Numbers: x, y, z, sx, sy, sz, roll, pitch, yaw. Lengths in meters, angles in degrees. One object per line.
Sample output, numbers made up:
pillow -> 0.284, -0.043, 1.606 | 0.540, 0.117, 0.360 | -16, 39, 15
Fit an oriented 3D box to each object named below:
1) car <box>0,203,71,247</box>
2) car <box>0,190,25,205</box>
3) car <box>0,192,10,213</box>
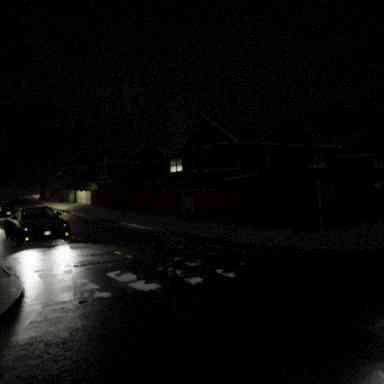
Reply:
car -> -6.714, 1.362, 14.275 | 1.994, 1.385, 4.181 | -4, 3, -37
car -> -12.780, 0.923, 22.603 | 2.150, 2.045, 5.566 | -3, 3, -35
car -> -18.340, 0.941, 31.031 | 2.097, 1.767, 4.553 | -3, 2, -32
